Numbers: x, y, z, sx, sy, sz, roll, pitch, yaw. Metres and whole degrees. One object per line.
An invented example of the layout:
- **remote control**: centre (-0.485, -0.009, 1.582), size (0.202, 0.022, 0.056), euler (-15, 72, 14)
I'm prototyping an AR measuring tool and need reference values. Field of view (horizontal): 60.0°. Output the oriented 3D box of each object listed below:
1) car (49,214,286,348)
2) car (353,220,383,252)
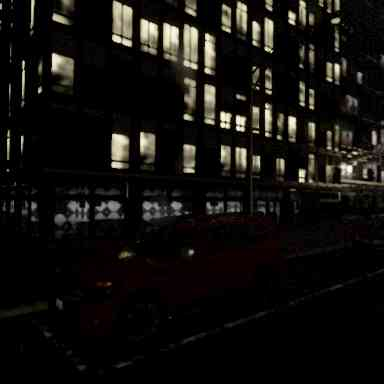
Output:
- **car**: centre (-0.116, 1.433, 6.747), size (5.009, 1.841, 2.192), euler (1, -1, -40)
- **car**: centre (8.353, 1.816, 13.907), size (4.206, 1.307, 1.802), euler (1, -1, -40)
